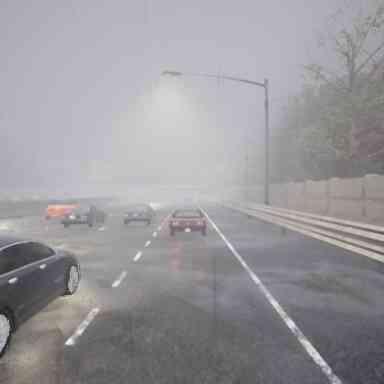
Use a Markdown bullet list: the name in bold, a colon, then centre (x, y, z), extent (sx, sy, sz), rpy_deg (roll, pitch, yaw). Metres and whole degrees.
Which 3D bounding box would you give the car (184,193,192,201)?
- **car**: centre (-1.156, 1.351, 95.439), extent (2.150, 2.045, 5.566), rpy_deg (0, 0, -1)

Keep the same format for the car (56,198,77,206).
- **car**: centre (-21.727, 1.683, 57.959), extent (1.895, 1.301, 4.718), rpy_deg (0, 0, 0)

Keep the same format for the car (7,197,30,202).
- **car**: centre (-28.707, 1.596, 56.581), extent (2.128, 1.511, 4.902), rpy_deg (0, 0, 0)

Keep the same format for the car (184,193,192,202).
- **car**: centre (-0.987, 1.609, 81.391), extent (1.812, 1.442, 4.674), rpy_deg (0, 0, -1)

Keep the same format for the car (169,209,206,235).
- **car**: centre (-0.237, 1.598, 18.757), extent (1.895, 1.301, 4.718), rpy_deg (0, 0, -1)

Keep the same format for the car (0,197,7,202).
- **car**: centre (-32.202, 1.588, 56.742), extent (1.882, 1.535, 5.008), rpy_deg (0, 0, 0)

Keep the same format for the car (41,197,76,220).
- **car**: centre (-10.756, 1.377, 28.660), extent (2.097, 1.767, 4.553), rpy_deg (0, 0, -1)

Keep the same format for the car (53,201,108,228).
- **car**: centre (-7.181, 1.563, 22.544), extent (2.033, 1.411, 5.357), rpy_deg (0, 0, -1)

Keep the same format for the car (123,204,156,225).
- **car**: centre (-3.700, 1.553, 24.130), extent (2.033, 1.411, 5.357), rpy_deg (0, 0, -1)

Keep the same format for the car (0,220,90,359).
- **car**: centre (-3.479, 1.513, 5.776), extent (1.837, 1.490, 4.892), rpy_deg (0, 0, -1)

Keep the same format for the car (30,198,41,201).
- **car**: centre (-25.226, 1.586, 57.371), extent (2.128, 1.511, 4.902), rpy_deg (0, 0, 0)
